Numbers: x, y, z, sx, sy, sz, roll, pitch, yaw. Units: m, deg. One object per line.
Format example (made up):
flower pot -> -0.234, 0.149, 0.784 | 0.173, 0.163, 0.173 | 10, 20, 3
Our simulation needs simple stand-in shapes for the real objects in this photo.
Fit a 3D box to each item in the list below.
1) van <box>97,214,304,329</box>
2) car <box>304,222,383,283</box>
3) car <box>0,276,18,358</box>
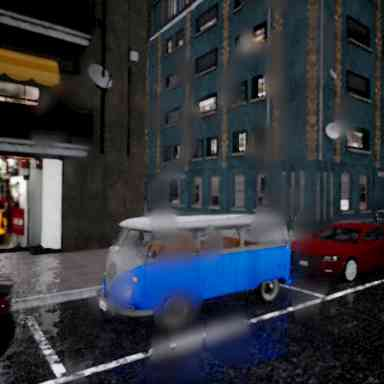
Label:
van -> 0.246, 1.369, 6.726 | 3.998, 1.788, 1.690 | 0, 0, -36
car -> 4.738, 1.610, 9.938 | 4.507, 1.381, 1.887 | 0, 0, -36
car -> -4.251, 1.556, 3.516 | 4.313, 1.339, 1.947 | 0, 0, -36
